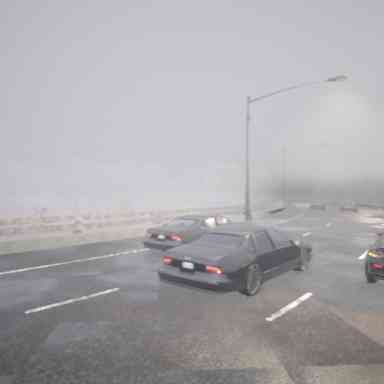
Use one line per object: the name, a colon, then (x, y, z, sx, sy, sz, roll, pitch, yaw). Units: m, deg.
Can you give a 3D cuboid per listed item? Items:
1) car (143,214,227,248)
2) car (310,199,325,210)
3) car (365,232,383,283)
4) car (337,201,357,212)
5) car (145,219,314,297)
car: (0.499, 1.585, 13.196, 2.033, 1.411, 5.357, 0, 0, 37)
car: (18.306, 1.812, 48.544, 2.128, 1.511, 4.902, 1, 0, 17)
car: (6.034, 1.611, 9.005, 1.812, 1.442, 4.674, 1, 0, 38)
car: (20.655, 1.898, 44.316, 1.994, 1.385, 4.181, 1, 0, 18)
car: (1.492, 1.584, 8.821, 2.033, 1.411, 5.357, 1, 0, 39)
